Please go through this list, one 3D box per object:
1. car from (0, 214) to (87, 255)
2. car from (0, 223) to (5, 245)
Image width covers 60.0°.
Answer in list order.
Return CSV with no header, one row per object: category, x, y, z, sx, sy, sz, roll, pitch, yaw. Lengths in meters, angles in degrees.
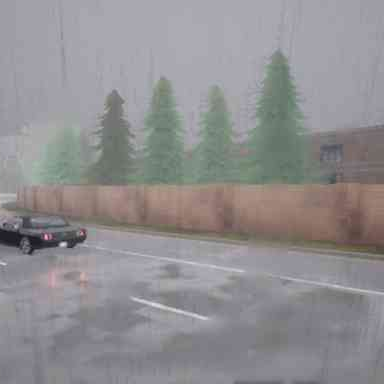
car,-6.212,1.514,12.905,4.718,1.301,1.895,1,0,38
car,-7.435,1.521,9.423,4.718,1.301,1.895,1,0,37
